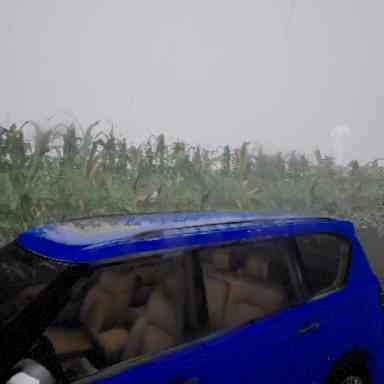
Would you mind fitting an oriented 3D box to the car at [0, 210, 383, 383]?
[{"bbox_3d":[-0.602,1.227,2.640,5.566,2.045,2.150,0,0,-36],"label":"car"}]
